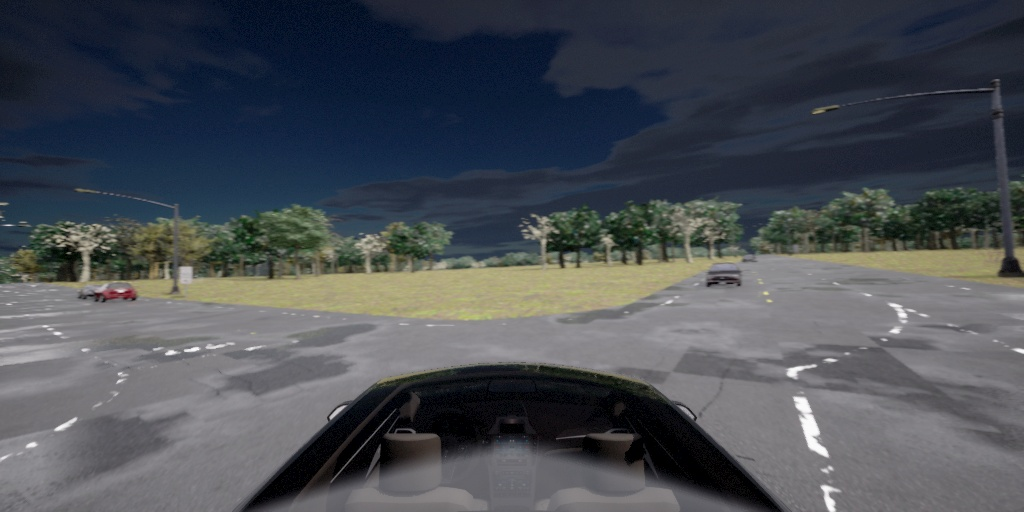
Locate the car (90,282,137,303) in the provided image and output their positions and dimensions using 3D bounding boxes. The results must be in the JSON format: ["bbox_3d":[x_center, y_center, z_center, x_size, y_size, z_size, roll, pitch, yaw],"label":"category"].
[{"bbox_3d":[-35.449,3.159,32.045,4.553,1.767,2.097,-3,-2,34],"label":"car"}]

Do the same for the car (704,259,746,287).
[{"bbox_3d":[13.414,1.132,22.672,2.033,1.411,5.357,-4,-2,33],"label":"car"}]

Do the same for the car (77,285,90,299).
[{"bbox_3d":[-43.714,3.733,37.537,5.357,1.411,2.033,-2,-2,34],"label":"car"}]
